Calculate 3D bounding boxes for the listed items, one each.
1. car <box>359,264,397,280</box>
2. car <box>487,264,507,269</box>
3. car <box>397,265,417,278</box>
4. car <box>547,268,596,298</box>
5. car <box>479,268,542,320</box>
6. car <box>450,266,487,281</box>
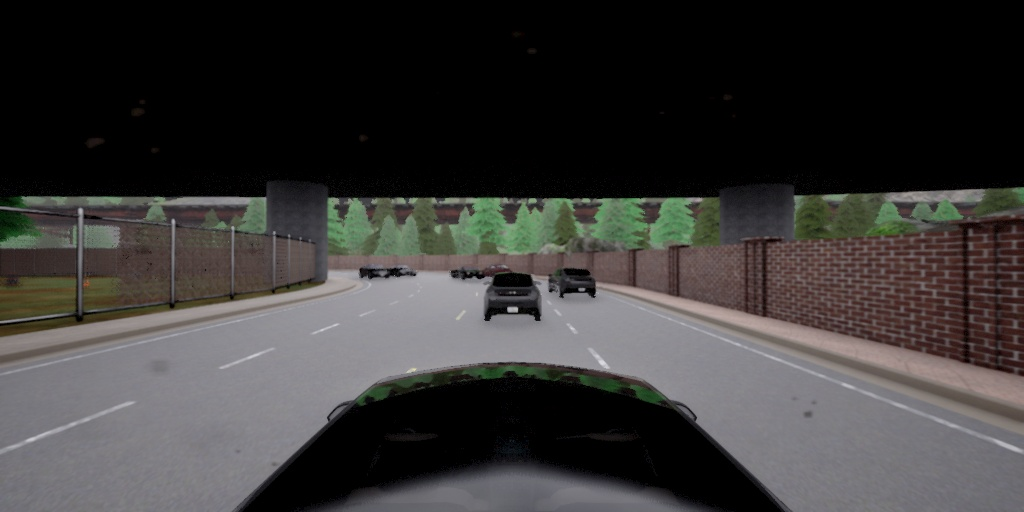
[{"bbox_3d":[-13.341,1.510,34.760,2.128,1.511,4.902,1,-1,-39],"label":"car"},{"bbox_3d":[-1.588,1.551,35.931,1.812,1.442,4.674,0,-1,-27],"label":"car"},{"bbox_3d":[-11.826,1.610,38.324,1.994,1.385,4.181,1,-1,-42],"label":"car"},{"bbox_3d":[3.168,1.397,19.676,1.837,1.490,4.892,0,-1,-5],"label":"car"},{"bbox_3d":[0.014,1.347,13.020,1.837,1.490,4.892,0,0,0],"label":"car"},{"bbox_3d":[-4.396,1.611,34.031,1.895,1.301,4.718,0,-1,-27],"label":"car"}]
